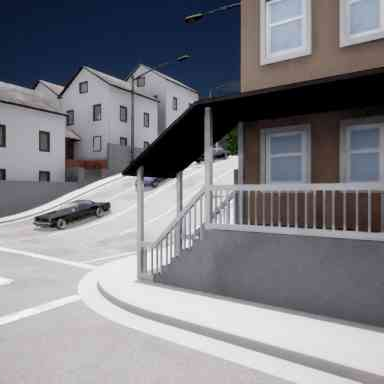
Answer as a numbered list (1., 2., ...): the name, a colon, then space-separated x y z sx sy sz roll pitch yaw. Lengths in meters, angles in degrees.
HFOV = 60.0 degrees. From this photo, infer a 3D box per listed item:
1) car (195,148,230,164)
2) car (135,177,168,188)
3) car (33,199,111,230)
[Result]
1. car: 2.170 -3.893 35.296 1.895 1.301 4.718 0 12 36
2. car: -2.898 -1.522 27.921 1.812 1.442 4.674 -1 19 33
3. car: -7.528 1.290 21.125 1.895 1.301 4.718 0 11 34
